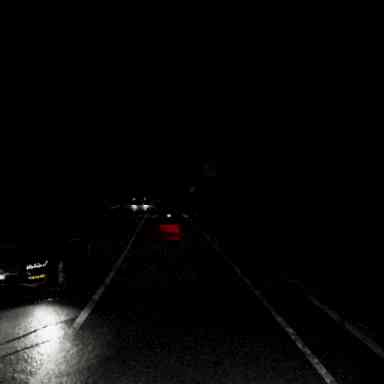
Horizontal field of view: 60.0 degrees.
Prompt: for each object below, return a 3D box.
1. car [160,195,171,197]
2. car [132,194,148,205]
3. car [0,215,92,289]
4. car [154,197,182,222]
[{"bbox_3d":[-3.347,1.118,41.943,2.097,1.767,4.553,0,0,-5],"label":"car"},{"bbox_3d":[-7.838,1.044,50.474,2.097,1.767,4.553,0,0,-5],"label":"car"},{"bbox_3d":[-4.086,1.469,9.216,1.837,1.490,4.892,0,0,-4],"label":"car"},{"bbox_3d":[-1.809,1.379,25.413,1.837,1.490,4.892,0,0,-5],"label":"car"}]
